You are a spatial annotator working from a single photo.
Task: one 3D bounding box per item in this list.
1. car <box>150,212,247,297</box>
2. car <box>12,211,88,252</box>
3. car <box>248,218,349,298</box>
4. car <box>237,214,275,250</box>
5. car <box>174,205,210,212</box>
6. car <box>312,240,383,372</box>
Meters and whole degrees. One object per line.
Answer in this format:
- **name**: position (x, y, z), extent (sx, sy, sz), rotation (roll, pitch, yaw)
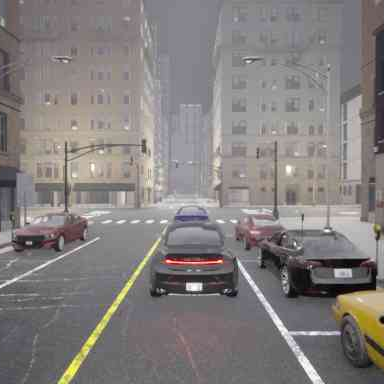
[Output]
- **car**: position (0.046, 1.503, 8.566), extent (1.837, 1.490, 4.892), rotation (0, 0, 0)
- **car**: position (-5.716, 1.542, 13.899), extent (1.887, 1.381, 4.507), rotation (-1, 0, 0)
- **car**: position (2.843, 1.564, 8.338), extent (1.947, 1.339, 4.313), rotation (-1, 0, 0)
- **car**: position (2.829, 1.579, 13.924), extent (1.802, 1.307, 4.206), rotation (-1, 0, 0)
- **car**: position (-0.013, 1.474, 18.516), extent (1.882, 1.535, 5.008), rotation (0, 0, 0)
- **car**: position (2.857, 1.525, 2.922), extent (1.752, 1.417, 4.829), rotation (-1, 0, 0)
